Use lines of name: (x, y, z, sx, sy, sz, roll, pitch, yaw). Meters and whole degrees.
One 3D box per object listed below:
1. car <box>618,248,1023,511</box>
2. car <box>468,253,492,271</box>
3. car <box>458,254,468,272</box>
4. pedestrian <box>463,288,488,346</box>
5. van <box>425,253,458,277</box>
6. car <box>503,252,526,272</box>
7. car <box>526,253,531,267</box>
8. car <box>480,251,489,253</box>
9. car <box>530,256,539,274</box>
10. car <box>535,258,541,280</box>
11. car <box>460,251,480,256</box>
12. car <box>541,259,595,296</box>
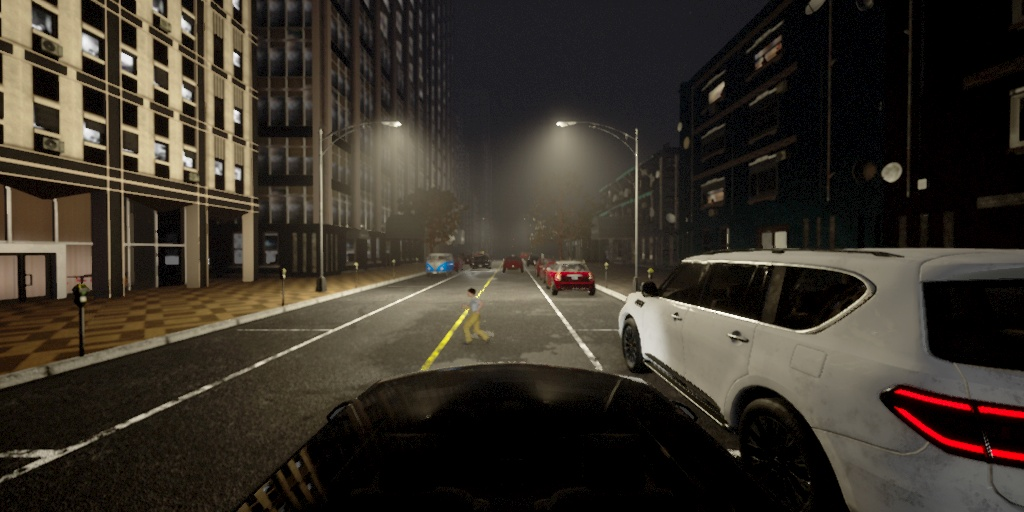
car: (3.001, 0.935, 4.180, 2.150, 2.045, 5.566, 0, 1, 0)
car: (-3.076, 0.688, 37.267, 1.837, 1.490, 4.892, 0, 1, 0)
car: (-5.674, 0.780, 33.994, 1.888, 1.381, 4.507, 0, 0, 0)
pedestrian: (-0.767, 1.230, 7.574, 0.375, 1.300, 0.375, 0, 1, 2)
van: (-5.677, 0.663, 28.457, 1.690, 1.789, 3.998, 0, 0, 0)
car: (0.110, 0.697, 34.946, 1.882, 1.535, 5.008, 0, 1, 0)
car: (2.713, 0.628, 45.061, 1.948, 1.339, 4.313, 0, 0, 0)
car: (-5.659, 0.121, 61.676, 2.192, 1.841, 5.009, 0, 0, 0)
car: (2.705, 0.867, 28.452, 1.888, 1.381, 4.507, 0, 0, 0)
car: (2.702, 0.992, 22.915, 1.802, 1.307, 4.207, 0, 0, 0)
car: (-5.668, 0.377, 45.066, 2.192, 1.841, 5.009, 0, 0, 0)
car: (2.699, 0.938, 17.379, 1.967, 1.591, 4.097, 0, 0, 0)
